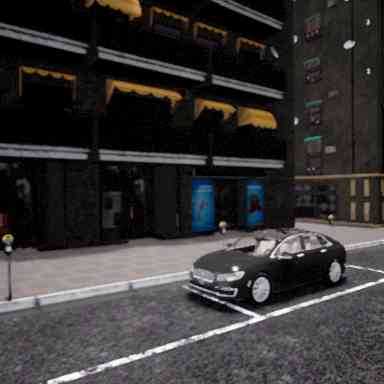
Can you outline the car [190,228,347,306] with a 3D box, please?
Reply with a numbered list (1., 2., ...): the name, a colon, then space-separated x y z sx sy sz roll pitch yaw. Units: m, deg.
1. car: 1.977 1.582 7.985 4.403 1.369 2.008 0 -1 -35
